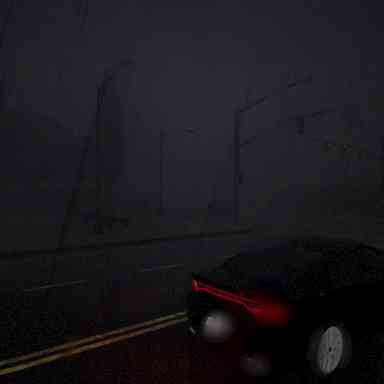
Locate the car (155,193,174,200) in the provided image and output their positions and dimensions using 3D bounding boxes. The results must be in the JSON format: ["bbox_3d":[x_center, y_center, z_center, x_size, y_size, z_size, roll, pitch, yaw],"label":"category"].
[{"bbox_3d":[-7.366,1.153,89.192,4.605,1.855,1.932,0,0,-37],"label":"car"}]

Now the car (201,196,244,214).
[{"bbox_3d":[3.622,1.488,36.329,2.128,1.511,4.902,0,0,-35],"label":"car"}]

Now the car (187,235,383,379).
[{"bbox_3d":[2.241,1.478,5.607,5.008,1.535,1.882,0,0,-37],"label":"car"}]

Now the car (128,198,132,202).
[{"bbox_3d":[-11.706,1.540,70.537,2.033,1.411,5.357,0,0,-35],"label":"car"}]

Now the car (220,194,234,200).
[{"bbox_3d":[9.960,1.395,95.055,3.806,1.475,1.970,0,0,-37],"label":"car"}]

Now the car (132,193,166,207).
[{"bbox_3d":[-6.669,1.224,51.016,2.150,2.045,5.566,0,0,-35],"label":"car"}]

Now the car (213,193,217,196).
[{"bbox_3d":[6.022,1.156,71.086,3.866,1.878,1.905,0,0,-37],"label":"car"}]

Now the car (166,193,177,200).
[{"bbox_3d":[-5.687,1.156,86.834,3.866,1.878,1.905,0,0,-37],"label":"car"}]

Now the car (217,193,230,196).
[{"bbox_3d":[7.736,1.395,68.753,3.806,1.475,1.970,0,0,-37],"label":"car"}]
